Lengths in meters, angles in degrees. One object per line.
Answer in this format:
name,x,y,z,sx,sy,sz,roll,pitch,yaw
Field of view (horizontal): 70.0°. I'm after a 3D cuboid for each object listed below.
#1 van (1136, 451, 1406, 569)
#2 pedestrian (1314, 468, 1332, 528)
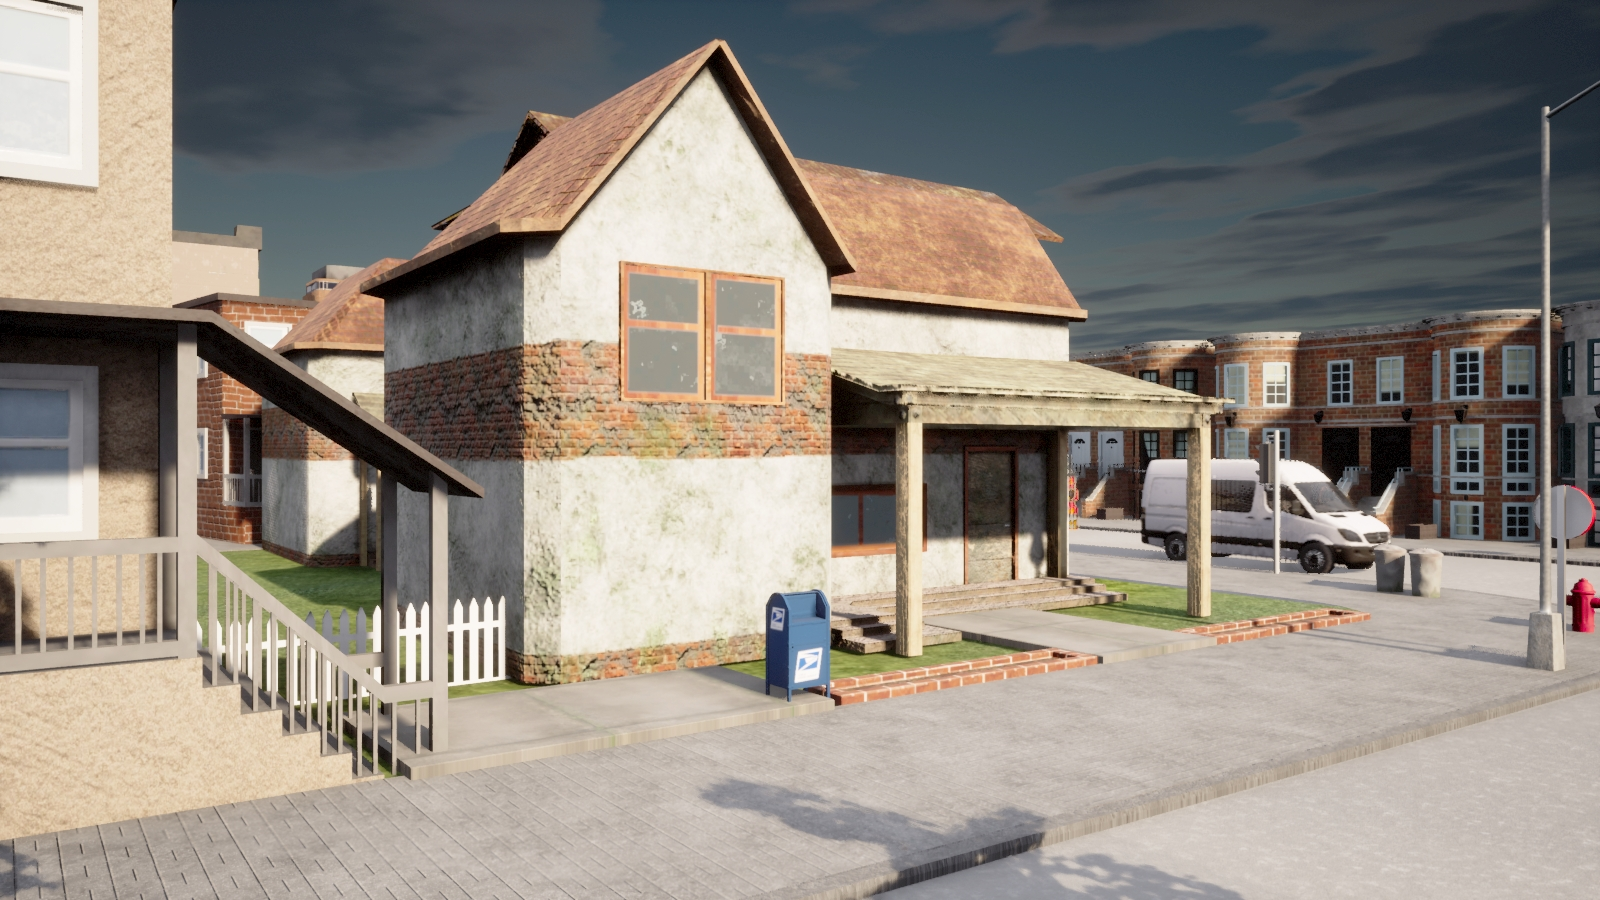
van,11.230,1.304,27.755,1.988,2.561,5.915,0,0,-35
pedestrian,16.460,1.511,35.943,0.375,1.860,0.375,0,0,-37
